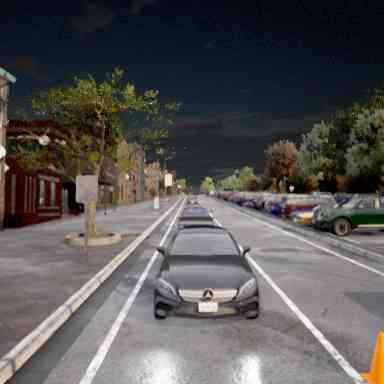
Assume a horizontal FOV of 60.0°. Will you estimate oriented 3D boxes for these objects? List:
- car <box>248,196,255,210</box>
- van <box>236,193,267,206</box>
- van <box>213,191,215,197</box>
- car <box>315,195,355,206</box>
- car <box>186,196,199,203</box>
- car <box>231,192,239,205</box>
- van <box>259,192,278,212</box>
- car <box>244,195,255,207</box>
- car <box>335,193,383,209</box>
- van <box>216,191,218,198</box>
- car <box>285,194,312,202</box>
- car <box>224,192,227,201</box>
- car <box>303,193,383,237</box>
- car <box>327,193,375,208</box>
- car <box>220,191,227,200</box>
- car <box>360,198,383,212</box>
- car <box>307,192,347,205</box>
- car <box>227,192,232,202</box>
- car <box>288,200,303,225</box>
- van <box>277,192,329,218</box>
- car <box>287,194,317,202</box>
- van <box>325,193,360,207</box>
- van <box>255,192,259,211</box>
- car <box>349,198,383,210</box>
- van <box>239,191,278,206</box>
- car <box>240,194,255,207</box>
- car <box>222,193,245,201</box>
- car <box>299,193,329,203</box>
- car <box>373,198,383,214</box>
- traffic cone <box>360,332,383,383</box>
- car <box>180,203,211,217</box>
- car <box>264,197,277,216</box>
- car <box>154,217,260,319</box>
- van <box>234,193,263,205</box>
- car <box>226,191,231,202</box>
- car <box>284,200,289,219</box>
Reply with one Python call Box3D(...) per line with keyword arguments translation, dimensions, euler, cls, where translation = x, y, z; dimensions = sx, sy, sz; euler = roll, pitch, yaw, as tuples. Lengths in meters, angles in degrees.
Box3D(translation=(9.147, 1.469, 37.329), dimensions=(4.792, 1.488, 2.163), euler=(0, 0, 0), cls="car")
Box3D(translation=(9.127, 1.113, 51.350), dimensions=(4.442, 1.987, 1.878), euler=(0, 1, 0), cls="van")
Box3D(translation=(8.593, 0.762, 90.592), dimensions=(4.442, 1.987, 1.878), euler=(0, 1, 0), cls="van")
Box3D(translation=(22.272, 1.332, 51.989), dimensions=(5.366, 1.575, 1.946), euler=(0, 1, 0), cls="car")
Box3D(translation=(0.065, 1.328, 52.270), dimensions=(2.128, 1.511, 4.902), euler=(0, 0, 0), cls="car")
Box3D(translation=(9.004, 1.113, 48.545), dimensions=(5.566, 2.045, 2.435), euler=(0, 1, 0), cls="car")
Box3D(translation=(9.044, 1.230, 31.723), dimensions=(4.442, 1.987, 1.878), euler=(0, 0, 0), cls="van")
Box3D(translation=(9.093, 1.465, 40.137), dimensions=(4.674, 1.452, 2.002), euler=(0, 0, 0), cls="car")
Box3D(translation=(22.121, 1.153, 43.658), dimensions=(5.566, 2.045, 2.435), euler=(0, 0, 0), cls="car")
Box3D(translation=(8.679, 0.863, 79.380), dimensions=(4.442, 1.987, 1.878), euler=(0, 1, 0), cls="van")
Box3D(translation=(21.964, 1.187, 68.642), dimensions=(4.892, 1.521, 2.231), euler=(0, 1, 0), cls="car")
Box3D(translation=(8.922, 1.279, 62.564), dimensions=(4.674, 1.452, 2.002), euler=(0, 1, 0), cls="car")
Box3D(translation=(9.239, 1.221, 17.703), dimensions=(5.566, 2.045, 2.435), euler=(0, 0, 0), cls="car")
Box3D(translation=(22.157, 1.133, 46.435), dimensions=(5.566, 2.045, 2.435), euler=(0, 1, 0), cls="car")
Box3D(translation=(8.875, 0.962, 65.365), dimensions=(5.566, 2.045, 2.435), euler=(0, 1, 0), cls="car")
Box3D(translation=(22.162, 1.469, 38.102), dimensions=(4.792, 1.488, 2.163), euler=(0, 0, 0), cls="car")
Box3D(translation=(22.093, 1.059, 54.761), dimensions=(5.566, 2.045, 2.435), euler=(0, 1, 0), cls="car")
Box3D(translation=(8.961, 1.290, 56.958), dimensions=(4.892, 1.521, 2.231), euler=(0, 1, 0), cls="car")
Box3D(translation=(9.061, 1.466, 20.506), dimensions=(5.366, 1.575, 1.946), euler=(0, 0, 0), cls="car")
Box3D(translation=(9.320, 1.237, 26.114), dimensions=(4.442, 1.987, 1.878), euler=(0, 0, 0), cls="van")
Box3D(translation=(21.794, 1.208, 65.864), dimensions=(5.366, 1.575, 1.946), euler=(0, 1, 0), cls="car")
Box3D(translation=(22.223, 1.134, 49.212), dimensions=(4.442, 1.987, 1.878), euler=(0, 1, 0), cls="van")
Box3D(translation=(9.256, 1.222, 34.526), dimensions=(4.442, 1.987, 1.878), euler=(0, 0, 0), cls="van")
Box3D(translation=(22.199, 1.452, 40.885), dimensions=(4.792, 1.488, 2.163), euler=(0, 0, 0), cls="car")
Box3D(translation=(9.170, 1.163, 45.746), dimensions=(4.442, 1.987, 1.878), euler=(0, 0, 0), cls="van")
Box3D(translation=(9.081, 1.408, 42.939), dimensions=(4.892, 1.521, 2.231), euler=(0, 0, 0), cls="car")
Box3D(translation=(8.829, 1.038, 70.972), dimensions=(4.553, 1.767, 2.185), euler=(0, 1, 0), cls="car")
Box3D(translation=(22.053, 1.135, 60.314), dimensions=(4.553, 1.767, 2.185), euler=(0, 1, 0), cls="car")
Box3D(translation=(22.397, 1.444, 35.331), dimensions=(5.366, 1.575, 1.946), euler=(0, 0, 0), cls="car")
Box3D(translation=(2.239, 1.957, 3.932), dimensions=(0.340, 0.580, 0.340), euler=(0, 0, 0), cls="traffic cone")
Box3D(translation=(0.181, 1.532, 18.072), dimensions=(2.033, 1.411, 5.357), euler=(0, 0, 0), cls="car")
Box3D(translation=(9.177, 1.460, 28.917), dimensions=(5.008, 1.535, 2.097), euler=(0, 0, 0), cls="car")
Box3D(translation=(0.246, 1.524, 7.493), dimensions=(1.812, 1.442, 4.674), euler=(0, 0, 0), cls="car")
Box3D(translation=(9.106, 1.088, 54.154), dimensions=(4.442, 1.987, 1.878), euler=(0, 1, 0), cls="van")
Box3D(translation=(8.977, 1.138, 59.760), dimensions=(4.553, 1.767, 2.185), euler=(0, 1, 0), cls="car")
Box3D(translation=(9.228, 1.506, 23.310), dimensions=(4.674, 1.452, 2.002), euler=(0, 0, 0), cls="car")
